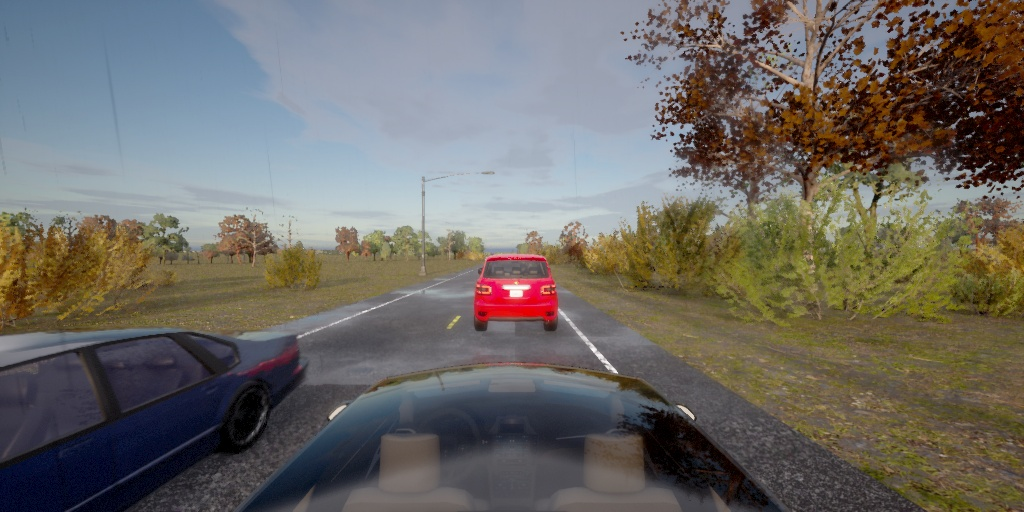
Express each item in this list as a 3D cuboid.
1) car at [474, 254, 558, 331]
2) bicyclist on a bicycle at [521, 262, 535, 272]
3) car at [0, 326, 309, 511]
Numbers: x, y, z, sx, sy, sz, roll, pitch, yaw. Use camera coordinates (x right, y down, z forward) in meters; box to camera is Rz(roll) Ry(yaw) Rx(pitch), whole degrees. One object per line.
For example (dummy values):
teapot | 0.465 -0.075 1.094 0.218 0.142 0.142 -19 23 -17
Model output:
car | 0.093 0.968 11.066 2.150 2.045 5.566 0 0 0
bicyclist on a bicycle | 0.945 1.114 18.772 0.659 1.776 1.843 0 0 0
car | -3.596 1.297 2.378 2.033 1.411 5.357 0 0 0
